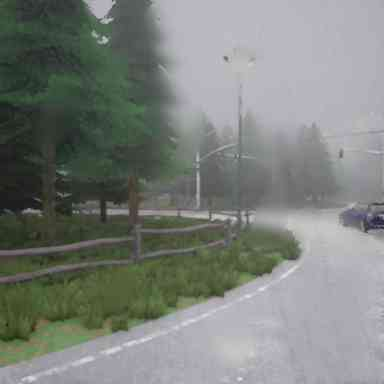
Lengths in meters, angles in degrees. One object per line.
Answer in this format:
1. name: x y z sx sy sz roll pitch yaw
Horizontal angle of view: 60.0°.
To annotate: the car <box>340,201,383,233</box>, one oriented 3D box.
1. car: 10.695 1.417 20.173 2.097 1.767 4.553 0 0 5
